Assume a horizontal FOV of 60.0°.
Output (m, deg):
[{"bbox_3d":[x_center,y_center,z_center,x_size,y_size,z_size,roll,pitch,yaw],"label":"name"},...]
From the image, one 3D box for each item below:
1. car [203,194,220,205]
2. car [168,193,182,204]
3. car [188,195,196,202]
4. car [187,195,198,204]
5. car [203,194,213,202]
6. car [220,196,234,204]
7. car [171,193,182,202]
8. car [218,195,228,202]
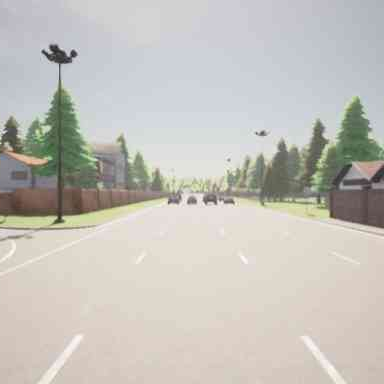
[{"bbox_3d":[3.527,1.299,62.597,2.150,2.045,5.566,0,0,1],"label":"car"},{"bbox_3d":[-3.455,1.430,63.689,2.097,1.767,4.553,0,0,1],"label":"car"},{"bbox_3d":[0.002,1.441,75.037,1.837,1.490,4.892,0,0,0],"label":"car"},{"bbox_3d":[0.039,1.567,63.311,2.128,1.511,4.902,0,0,1],"label":"car"},{"bbox_3d":[3.502,1.296,75.007,2.097,1.767,4.553,0,0,0],"label":"car"},{"bbox_3d":[7.048,1.605,64.112,1.812,1.442,4.674,0,0,1],"label":"car"},{"bbox_3d":[-3.498,1.234,75.898,2.150,2.045,5.566,0,0,0],"label":"car"},{"bbox_3d":[7.002,1.493,75.037,1.994,1.385,4.181,0,0,0],"label":"car"}]
